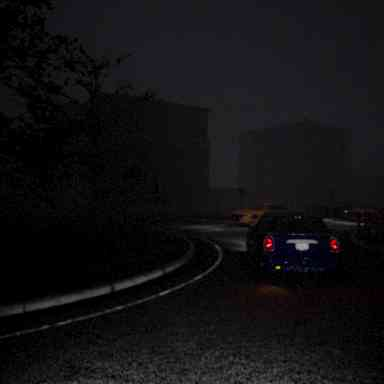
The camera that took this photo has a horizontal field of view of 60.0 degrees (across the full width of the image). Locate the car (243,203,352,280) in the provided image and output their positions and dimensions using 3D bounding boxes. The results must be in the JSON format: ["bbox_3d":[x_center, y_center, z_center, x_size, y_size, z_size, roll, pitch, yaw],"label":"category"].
[{"bbox_3d":[2.882,1.346,10.237,2.097,1.767,4.553,0,0,5],"label":"car"}]

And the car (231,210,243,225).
[{"bbox_3d":[4.992,1.478,22.563,5.008,1.535,1.882,1,0,-27],"label":"car"}]

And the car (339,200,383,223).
[{"bbox_3d":[15.499,1.771,29.632,4.553,1.767,2.097,4,-2,-38],"label":"car"}]

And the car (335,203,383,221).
[{"bbox_3d":[19.190,2.231,38.290,2.185,1.767,4.553,5,-3,-38],"label":"car"}]

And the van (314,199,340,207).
[{"bbox_3d":[14.727,1.780,34.991,1.878,1.987,4.442,4,-2,-38],"label":"van"}]

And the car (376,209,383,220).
[{"bbox_3d":[27.943,3.154,45.165,2.002,1.452,4.674,5,-3,-38],"label":"car"}]
